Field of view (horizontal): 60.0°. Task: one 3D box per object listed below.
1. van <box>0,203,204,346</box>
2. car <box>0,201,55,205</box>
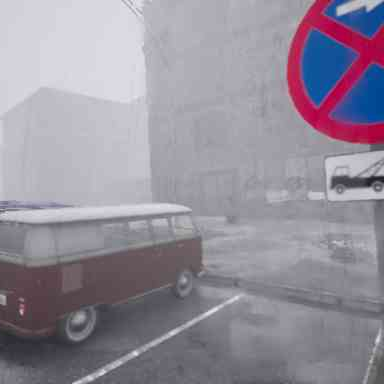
[{"bbox_3d":[-1.450,1.258,6.498,1.878,1.987,4.442,0,0,36],"label":"van"},{"bbox_3d":[-3.773,1.234,8.047,2.435,2.045,5.566,0,0,36],"label":"car"}]
